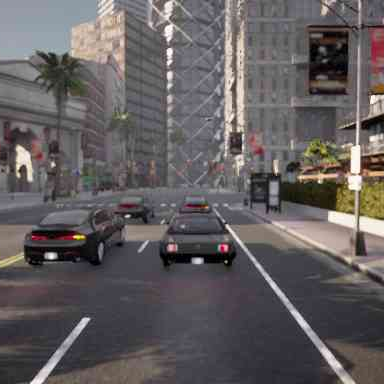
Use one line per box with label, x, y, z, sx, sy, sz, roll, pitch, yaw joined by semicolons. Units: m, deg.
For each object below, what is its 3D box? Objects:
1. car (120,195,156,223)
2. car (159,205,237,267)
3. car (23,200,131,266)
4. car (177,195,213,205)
car;-3.316;0.934;19.714;1.837;1.490;4.892;0;2;0
car;0.147;1.304;10.192;1.895;1.301;4.718;0;2;0
car;-3.345;1.204;10.312;1.837;1.490;4.892;0;2;0
car;0.184;0.932;19.821;1.837;1.490;4.892;0;2;0
